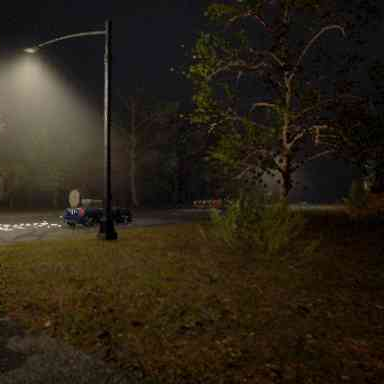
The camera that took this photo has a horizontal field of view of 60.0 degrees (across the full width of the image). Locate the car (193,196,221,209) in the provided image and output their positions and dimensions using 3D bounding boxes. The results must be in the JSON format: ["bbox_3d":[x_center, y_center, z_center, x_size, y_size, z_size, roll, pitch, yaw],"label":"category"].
[{"bbox_3d":[2.155,1.395,45.825,2.097,1.767,4.553,0,-1,36],"label":"car"}]

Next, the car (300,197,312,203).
[{"bbox_3d":[27.884,1.839,81.342,1.812,1.442,4.674,0,0,36],"label":"car"}]

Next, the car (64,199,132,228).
[{"bbox_3d":[-6.171,1.347,22.407,2.097,1.767,4.553,0,0,36],"label":"car"}]
